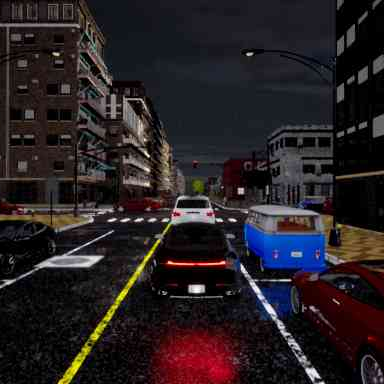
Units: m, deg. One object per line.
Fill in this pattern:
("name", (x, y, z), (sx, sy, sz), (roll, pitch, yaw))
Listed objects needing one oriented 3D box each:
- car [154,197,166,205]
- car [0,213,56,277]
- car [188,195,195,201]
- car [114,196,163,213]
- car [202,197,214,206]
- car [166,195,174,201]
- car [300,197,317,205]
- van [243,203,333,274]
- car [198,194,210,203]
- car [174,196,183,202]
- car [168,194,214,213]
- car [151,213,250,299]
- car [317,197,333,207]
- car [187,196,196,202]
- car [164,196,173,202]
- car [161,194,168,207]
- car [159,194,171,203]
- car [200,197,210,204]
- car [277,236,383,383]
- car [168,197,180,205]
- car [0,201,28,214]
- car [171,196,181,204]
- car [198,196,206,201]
("car", (-5.809, 1.569, 60.385), (1.752, 1.417, 4.829), (0, 0, 0))
("car", (-5.708, 1.567, 10.255), (1.947, 1.339, 4.313), (0, 0, 0))
("car", (-0.184, 1.640, 91.839), (2.033, 1.411, 5.357), (0, 0, 0))
("car", (-6.073, 1.486, 36.857), (5.008, 1.535, 1.882), (0, 0, 0))
("car", (2.582, 1.562, 55.203), (1.752, 1.417, 4.829), (0, 0, 0))
("car", (-5.864, 1.617, 88.081), (1.752, 1.417, 4.829), (0, 0, 0))
("car", (14.512, 1.562, 36.947), (4.902, 1.511, 2.128), (0, 0, 0))
("van", (2.640, 1.343, 10.247), (1.690, 1.788, 3.998), (0, 0, 0))
("car", (2.550, 1.376, 71.651), (2.192, 1.841, 5.009), (0, 0, 0))
("car", (-3.157, 1.624, 78.117), (1.994, 1.385, 4.181), (0, 0, 0))
("car", (0.052, 1.225, 18.429), (2.150, 2.045, 5.566), (0, 0, 0))
("car", (0.081, 1.506, 8.429), (1.837, 1.490, 4.892), (0, 0, 0))
("car", (14.860, 1.359, 31.163), (5.009, 1.841, 2.192), (0, 0, 0))
("car", (-0.149, 1.609, 76.521), (2.033, 1.411, 5.357), (0, 0, 0))
("car", (-5.854, 1.631, 82.712), (2.008, 1.369, 4.403), (0, 0, 0))
("car", (-3.200, 1.382, 50.102), (2.097, 1.767, 4.553), (0, 0, 0))
("car", (-5.831, 1.375, 71.634), (2.192, 1.841, 5.009), (0, 0, 0))
("car", (2.560, 1.634, 66.112), (1.802, 1.307, 4.206), (0, 0, 0))
("car", (2.651, 1.582, 4.557), (1.802, 1.307, 4.206), (0, 0, 0))
("car", (-3.194, 1.643, 59.045), (1.895, 1.301, 4.718), (0, 0, 0))
("car", (-17.528, 1.535, 31.018), (4.206, 1.307, 1.802), (0, 0, 0))
("car", (-3.151, 1.580, 68.101), (1.812, 1.442, 4.674), (0, 0, 0))
("car", (2.516, 1.643, 88.268), (2.008, 1.369, 4.403), (0, 0, 0))
